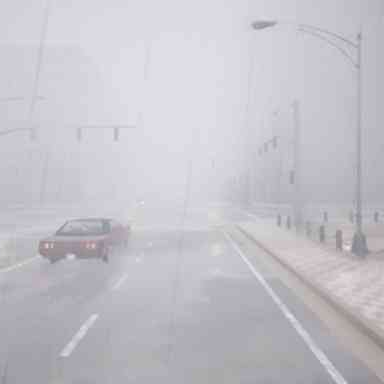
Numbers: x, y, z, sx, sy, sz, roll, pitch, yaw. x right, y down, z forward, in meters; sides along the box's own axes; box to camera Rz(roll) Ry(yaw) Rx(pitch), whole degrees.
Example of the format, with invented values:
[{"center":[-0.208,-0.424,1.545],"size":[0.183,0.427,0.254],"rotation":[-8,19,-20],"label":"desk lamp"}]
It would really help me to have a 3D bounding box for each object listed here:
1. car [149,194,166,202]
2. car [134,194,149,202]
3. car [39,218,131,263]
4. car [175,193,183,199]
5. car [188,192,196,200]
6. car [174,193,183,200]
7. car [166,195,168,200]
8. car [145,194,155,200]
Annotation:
[{"center":[-6.990,1.290,67.722],"size":[2.033,1.411,5.357],"rotation":[0,0,0],"label":"car"},{"center":[-10.490,1.227,67.661],"size":[1.882,1.535,5.008],"rotation":[0,0,0],"label":"car"},{"center":[-3.437,1.557,11.722],"size":[1.895,1.301,4.718],"rotation":[0,0,0],"label":"car"},{"center":[-3.486,1.153,92.237],"size":[2.128,1.511,4.902],"rotation":[0,0,0],"label":"car"},{"center":[0.012,1.227,82.340],"size":[2.033,1.411,5.357],"rotation":[0,0,0],"label":"car"},{"center":[-3.487,1.186,82.910],"size":[1.837,1.490,4.892],"rotation":[0,0,0],"label":"car"},{"center":[-6.987,1.240,83.243],"size":[1.994,1.385,4.181],"rotation":[0,0,0],"label":"car"},{"center":[-10.487,1.187,83.220],"size":[1.837,1.490,4.892],"rotation":[0,0,0],"label":"car"}]
